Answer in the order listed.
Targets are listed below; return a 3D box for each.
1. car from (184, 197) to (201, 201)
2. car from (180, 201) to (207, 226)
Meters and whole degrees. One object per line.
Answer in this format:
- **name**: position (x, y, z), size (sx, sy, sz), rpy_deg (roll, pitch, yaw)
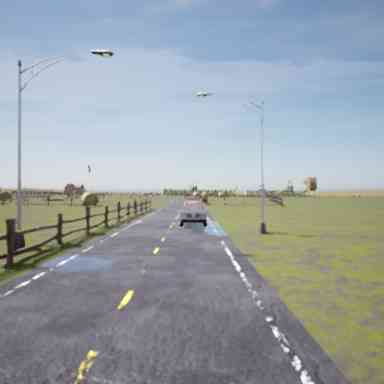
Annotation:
- **car**: position (0.086, 1.398, 41.322), size (2.097, 1.767, 4.553), rpy_deg (0, 0, 0)
- **car**: position (0.093, 1.575, 23.630), size (2.033, 1.411, 5.357), rpy_deg (0, 0, 0)
